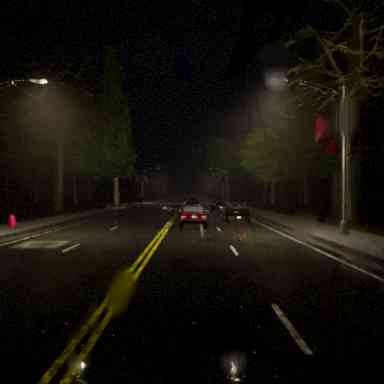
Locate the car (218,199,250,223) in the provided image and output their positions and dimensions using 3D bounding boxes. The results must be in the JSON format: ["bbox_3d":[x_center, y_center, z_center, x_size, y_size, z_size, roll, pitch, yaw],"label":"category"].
[{"bbox_3d":[3.344,1.540,26.042,1.837,1.490,4.892,0,0,0],"label":"car"}]

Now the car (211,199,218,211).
[{"bbox_3d":[3.345,1.617,42.293,1.812,1.442,4.674,0,0,0],"label":"car"}]

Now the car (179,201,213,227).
[{"bbox_3d":[0.093,1.573,22.924,2.033,1.411,5.357,0,0,0],"label":"car"}]

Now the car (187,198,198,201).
[{"bbox_3d":[0.092,1.601,43.163,1.837,1.490,4.892,0,0,0],"label":"car"}]
